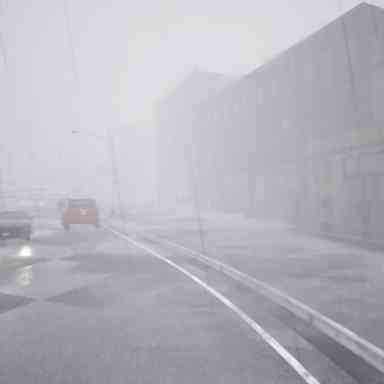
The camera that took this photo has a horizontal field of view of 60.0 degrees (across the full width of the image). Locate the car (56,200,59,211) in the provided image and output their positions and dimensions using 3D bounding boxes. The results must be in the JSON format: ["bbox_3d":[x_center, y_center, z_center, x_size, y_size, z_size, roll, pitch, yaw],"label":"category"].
[{"bbox_3d":[-15.083,1.323,39.765,1.882,1.535,5.008,-1,2,-24],"label":"car"}]

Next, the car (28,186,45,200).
[{"bbox_3d":[-25.913,0.151,55.509,2.150,2.045,5.566,-1,4,-23],"label":"car"}]

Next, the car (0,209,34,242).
[{"bbox_3d":[-9.295,1.649,17.222,1.882,1.535,5.008,-1,0,-24],"label":"car"}]

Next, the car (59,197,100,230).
[{"bbox_3d":[-7.693,1.376,22.777,2.150,2.045,5.566,-1,1,-23],"label":"car"}]
